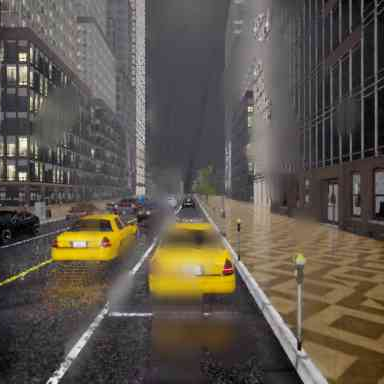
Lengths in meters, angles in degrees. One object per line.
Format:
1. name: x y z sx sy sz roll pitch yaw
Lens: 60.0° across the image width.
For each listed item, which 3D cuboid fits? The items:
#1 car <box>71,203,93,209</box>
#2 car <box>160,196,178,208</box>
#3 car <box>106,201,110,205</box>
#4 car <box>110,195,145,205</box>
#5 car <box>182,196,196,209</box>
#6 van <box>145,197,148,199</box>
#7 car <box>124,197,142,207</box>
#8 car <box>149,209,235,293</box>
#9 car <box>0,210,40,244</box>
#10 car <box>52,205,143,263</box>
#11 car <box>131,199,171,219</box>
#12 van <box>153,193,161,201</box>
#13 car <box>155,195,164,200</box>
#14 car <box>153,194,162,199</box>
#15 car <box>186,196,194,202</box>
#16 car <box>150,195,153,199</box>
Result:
1. car: -8.832 1.575 27.183 1.802 1.307 4.206 0 0 0
2. car: -3.050 1.506 47.114 1.812 1.442 4.674 0 0 0
3. car: -8.833 1.537 38.569 2.008 1.369 4.403 0 0 0
4. car: -6.238 1.342 32.677 2.097 1.767 4.553 0 0 0
5. car: -0.452 1.548 44.248 1.947 1.339 4.313 0 0 0
6. van: -8.832 1.315 55.646 1.690 1.788 3.998 0 0 0
7. car: -8.833 1.523 49.953 1.887 1.381 4.507 0 0 0
8. car: 0.004 1.456 8.839 1.801 1.575 5.366 0 0 0
9. car: -8.833 1.563 15.800 1.947 1.339 4.313 0 0 0
10. car: -3.142 1.454 11.850 1.801 1.575 5.366 0 0 0
11. car: -3.061 1.541 25.942 2.033 1.411 5.357 0 0 0
12. van: -8.831 1.286 84.106 1.690 1.788 3.998 0 0 0
13. car: -8.832 1.504 89.799 1.947 1.339 4.313 0 0 0
14. car: -8.832 1.391 78.413 1.967 1.590 4.097 0 0 0
15. car: -0.452 1.533 78.399 1.802 1.307 4.206 0 0 0
16. car: -8.833 1.551 61.338 1.802 1.307 4.206 0 0 0
